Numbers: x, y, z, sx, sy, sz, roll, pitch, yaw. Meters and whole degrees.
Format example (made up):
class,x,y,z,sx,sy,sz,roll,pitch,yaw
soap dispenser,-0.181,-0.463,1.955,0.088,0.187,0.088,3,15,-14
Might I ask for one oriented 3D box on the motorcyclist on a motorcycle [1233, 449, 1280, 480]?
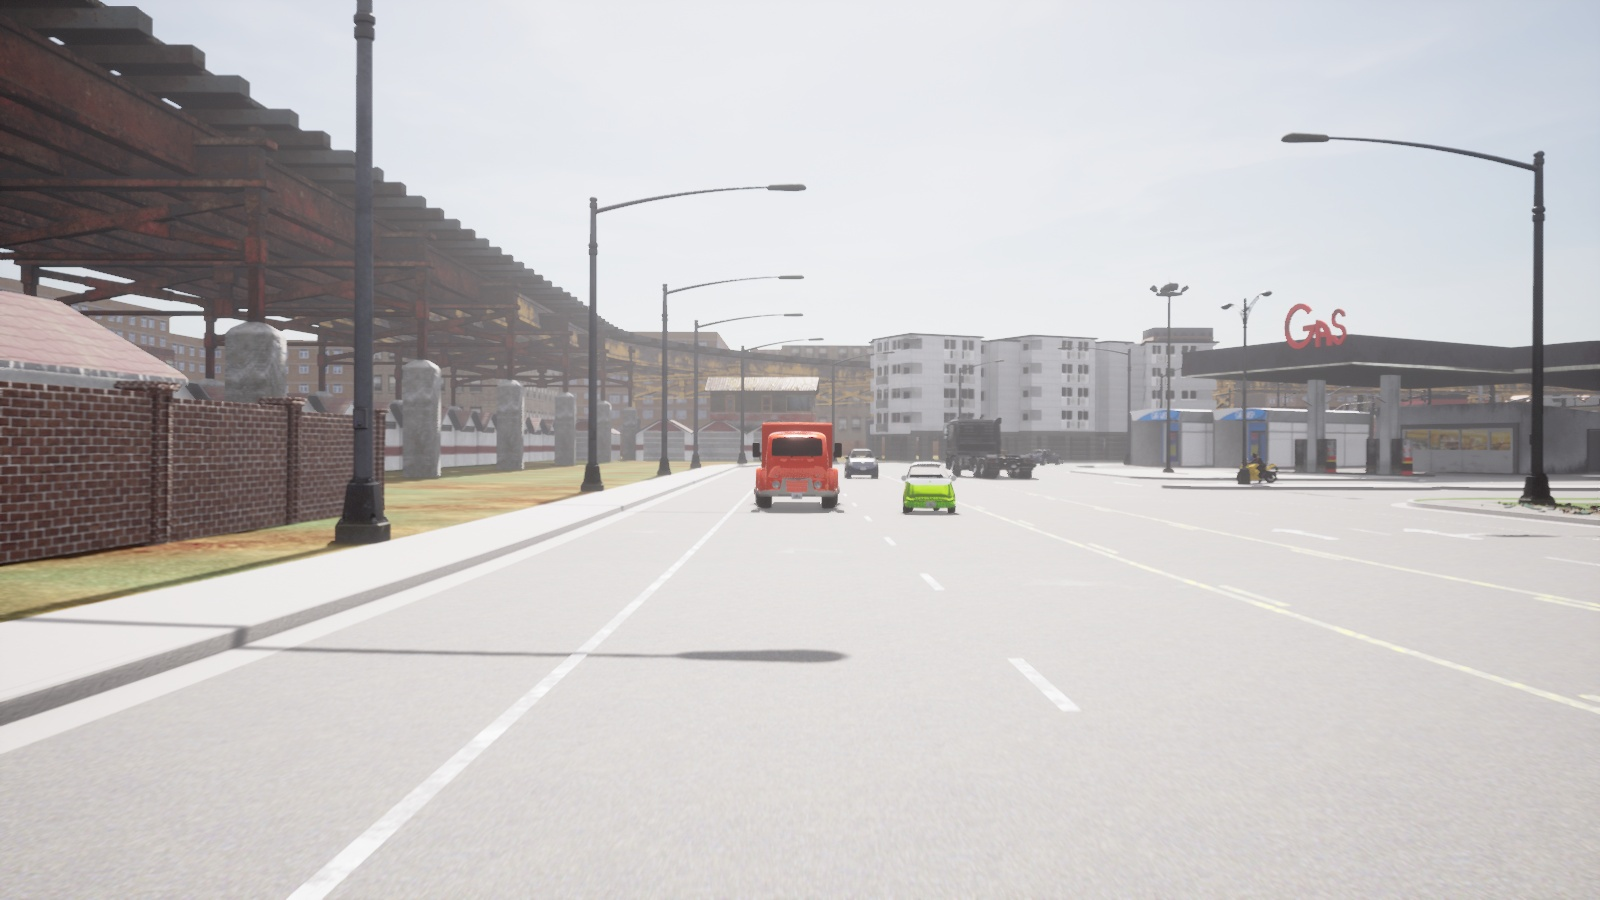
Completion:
class,x,y,z,sx,sy,sz,roll,pitch,yaw
motorcyclist on a motorcycle,22.484,0.700,61.837,2.044,1.523,0.797,0,0,0

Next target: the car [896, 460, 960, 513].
class,x,y,z,sx,sy,sz,roll,pitch,yaw
car,3.423,0.966,33.917,1.481,1.376,2.207,0,0,0

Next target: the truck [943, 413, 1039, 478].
class,x,y,z,sx,sy,sz,roll,pitch,yaw
truck,10.738,-0.258,71.426,2.891,3.462,7.936,0,0,-11

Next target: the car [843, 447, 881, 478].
class,x,y,z,sx,sy,sz,roll,pitch,yaw
car,3.344,0.666,67.983,1.851,1.617,3.988,0,0,0

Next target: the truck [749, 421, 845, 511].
class,x,y,z,sx,sy,sz,roll,pitch,yaw
truck,-0.087,0.425,37.220,2.627,2.467,5.204,0,0,0
